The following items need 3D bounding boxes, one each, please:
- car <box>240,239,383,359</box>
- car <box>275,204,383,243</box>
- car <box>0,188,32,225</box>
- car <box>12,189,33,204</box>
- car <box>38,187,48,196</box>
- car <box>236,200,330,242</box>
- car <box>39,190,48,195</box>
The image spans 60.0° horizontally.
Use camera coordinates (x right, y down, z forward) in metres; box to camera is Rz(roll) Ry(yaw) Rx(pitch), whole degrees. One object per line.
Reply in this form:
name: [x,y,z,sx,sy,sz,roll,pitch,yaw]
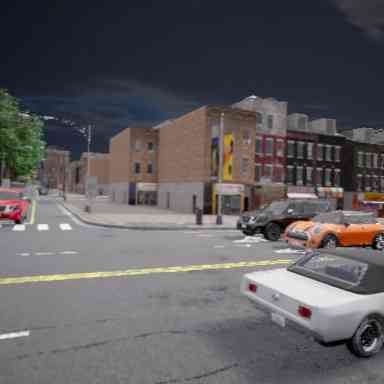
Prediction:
car: [3.334,1.733,6.028,4.718,1.301,1.895,2,0,-25]
car: [6.333,1.610,14.732,4.553,1.767,2.097,2,0,-25]
car: [-11.273,0.814,20.128,2.150,2.045,5.566,2,0,-22]
car: [-21.379,0.547,42.109,2.097,1.767,4.553,2,0,-25]
car: [-35.263,0.179,79.086,1.947,1.339,4.313,2,0,-25]
car: [5.104,1.428,17.741,5.566,2.045,2.150,2,0,-25]
car: [-36.809,0.133,82.406,1.802,1.307,4.206,2,0,-25]
